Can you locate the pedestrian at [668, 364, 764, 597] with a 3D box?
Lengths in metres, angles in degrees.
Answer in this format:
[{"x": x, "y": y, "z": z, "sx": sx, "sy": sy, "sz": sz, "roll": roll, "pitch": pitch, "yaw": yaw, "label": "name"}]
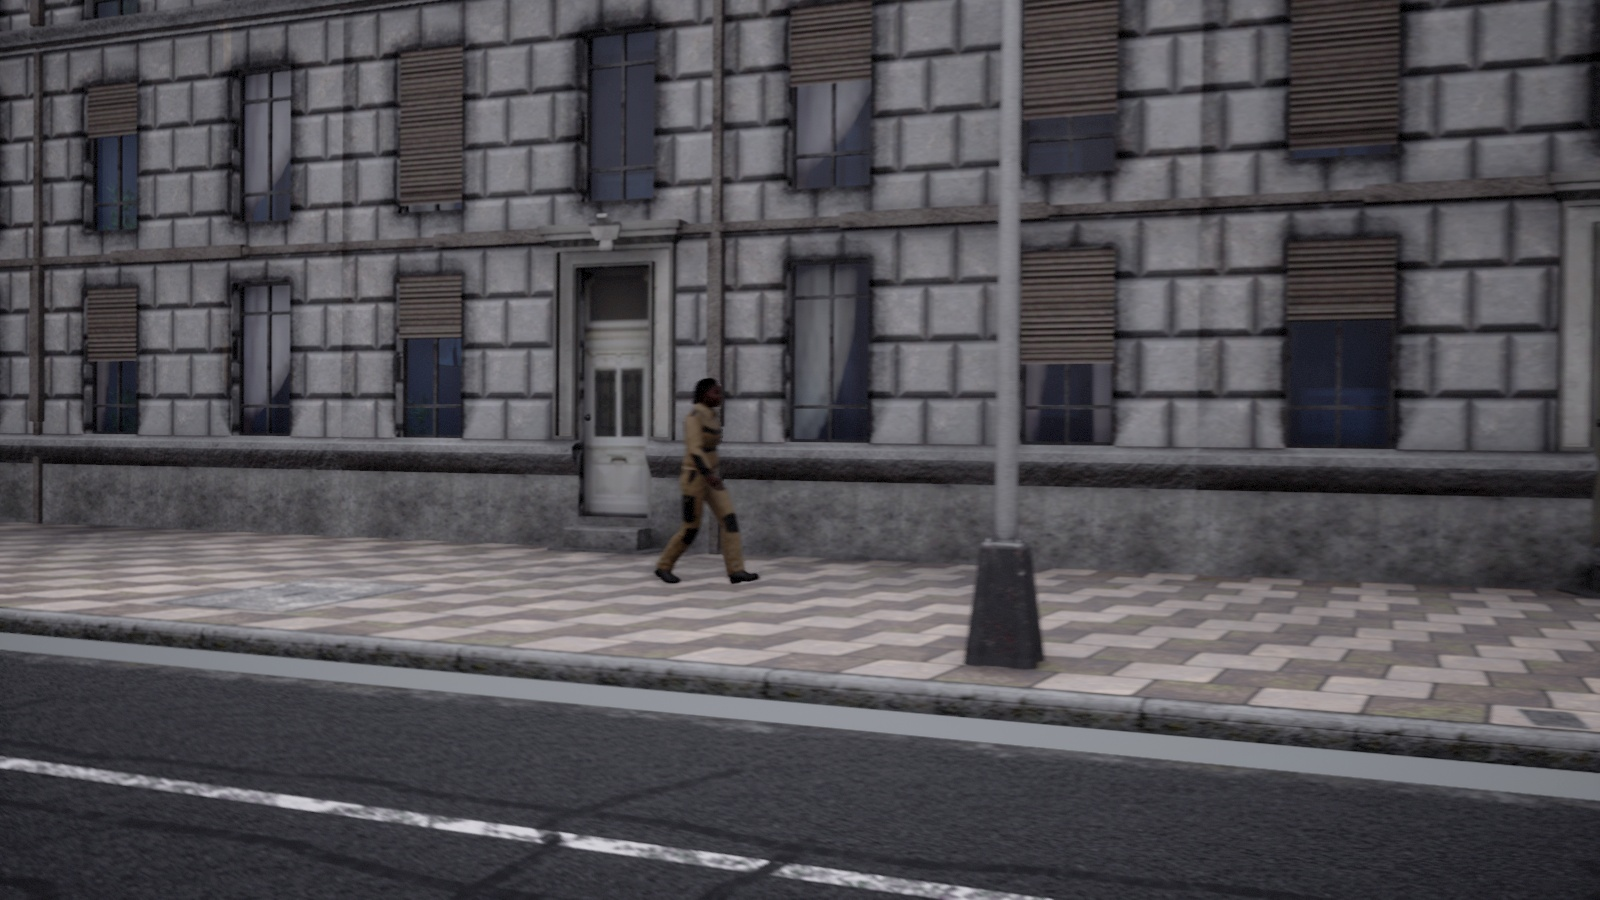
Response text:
[{"x": -0.718, "y": 0.251, "z": 10.694, "sx": 0.692, "sy": 1.930, "sz": 0.396, "roll": 0, "pitch": 1, "yaw": 27, "label": "pedestrian"}]
